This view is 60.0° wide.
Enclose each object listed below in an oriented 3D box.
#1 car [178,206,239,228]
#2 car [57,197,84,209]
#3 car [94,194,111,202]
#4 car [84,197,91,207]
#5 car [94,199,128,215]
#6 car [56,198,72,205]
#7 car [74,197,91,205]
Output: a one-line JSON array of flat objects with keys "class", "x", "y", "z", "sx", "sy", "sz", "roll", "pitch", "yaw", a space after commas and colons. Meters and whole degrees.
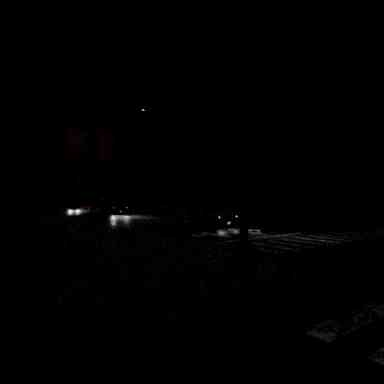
[{"class": "car", "x": 1.043, "y": 1.664, "z": 22.763, "sx": 1.895, "sy": 1.301, "sz": 4.718, "roll": 0, "pitch": 0, "yaw": -36}, {"class": "car", "x": -18.555, "y": 1.695, "z": 50.291, "sx": 2.128, "sy": 1.511, "sz": 4.902, "roll": 0, "pitch": 0, "yaw": -36}, {"class": "car", "x": -15.847, "y": 1.441, "z": 57.840, "sx": 2.150, "sy": 2.045, "sz": 5.566, "roll": 0, "pitch": 0, "yaw": -35}, {"class": "car", "x": -18.930, "y": 1.817, "z": 56.570, "sx": 1.895, "sy": 1.301, "sz": 4.718, "roll": 0, "pitch": 0, "yaw": -36}, {"class": "car", "x": -8.672, "y": 1.728, "z": 36.340, "sx": 1.895, "sy": 1.301, "sz": 4.718, "roll": 0, "pitch": 0, "yaw": -36}, {"class": "car", "x": -25.068, "y": 1.817, "z": 65.134, "sx": 1.994, "sy": 1.385, "sz": 4.181, "roll": 0, "pitch": 0, "yaw": -36}, {"class": "car", "x": -21.798, "y": 1.758, "z": 66.151, "sx": 1.837, "sy": 1.490, "sz": 4.892, "roll": 0, "pitch": 0, "yaw": -36}]
